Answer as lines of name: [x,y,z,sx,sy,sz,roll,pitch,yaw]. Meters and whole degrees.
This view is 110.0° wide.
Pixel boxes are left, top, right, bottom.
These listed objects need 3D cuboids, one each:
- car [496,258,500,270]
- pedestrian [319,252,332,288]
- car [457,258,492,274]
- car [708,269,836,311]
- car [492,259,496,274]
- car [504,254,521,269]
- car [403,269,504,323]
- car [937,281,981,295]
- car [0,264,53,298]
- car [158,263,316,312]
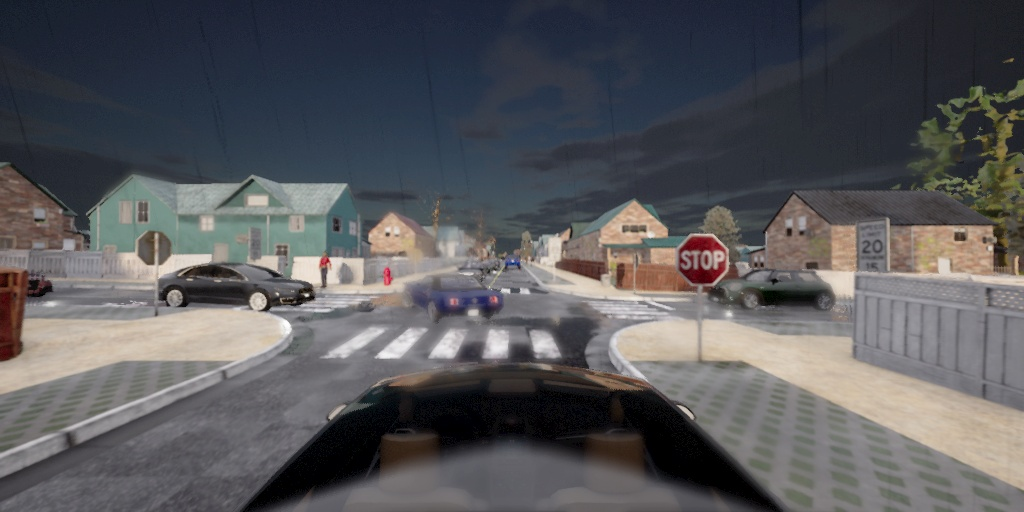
car: [-2.851,1.075,45.421,1.837,1.490,4.892,0,0,0]
pedestrian: [-9.631,0.686,18.398,0.375,1.860,0.375,0,-2,0]
car: [-2.851,1.126,25.999,2.128,1.511,4.902,0,0,0]
car: [11.005,1.331,15.456,4.553,1.767,2.097,1,-1,-1]
car: [-2.850,1.201,35.301,1.895,1.301,4.718,0,0,0]
car: [0.091,0.773,52.165,2.150,2.045,5.566,0,0,0]
car: [-2.160,1.254,11.827,1.895,1.301,4.718,1,0,-30]
car: [20.004,1.747,15.482,4.181,1.385,1.994,1,-1,0]
car: [-19.027,0.837,12.528,4.181,1.385,1.994,1,-1,-1]
car: [-9.171,0.995,12.083,4.892,1.490,1.837,1,-1,6]
